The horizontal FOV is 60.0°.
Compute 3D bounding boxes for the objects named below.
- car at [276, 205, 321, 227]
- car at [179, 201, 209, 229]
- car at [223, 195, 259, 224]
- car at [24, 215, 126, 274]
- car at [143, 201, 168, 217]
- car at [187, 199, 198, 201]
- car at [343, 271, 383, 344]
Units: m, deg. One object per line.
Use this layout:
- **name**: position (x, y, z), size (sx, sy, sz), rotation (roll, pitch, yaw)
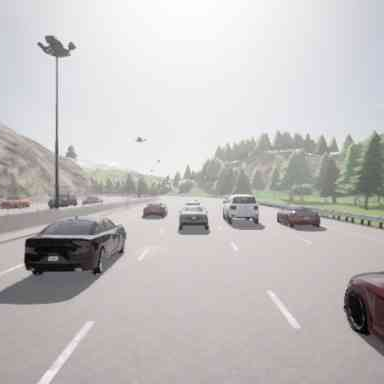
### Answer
- **car**: position (7.102, 1.572, 22.603), size (1.994, 1.385, 4.181), rotation (0, 0, 0)
- **car**: position (0.103, 1.555, 21.588), size (2.033, 1.411, 5.357), rotation (0, 0, 0)
- **car**: position (3.602, 1.230, 25.195), size (2.150, 2.045, 5.566), rotation (0, 0, 0)
- **car**: position (-3.398, 1.482, 10.621), size (1.882, 1.535, 5.008), rotation (0, 0, 0)
- **car**: position (-3.395, 1.575, 31.412), size (1.994, 1.385, 4.181), rotation (0, 0, 0)
- **car**: position (0.105, 1.562, 40.781), size (2.033, 1.411, 5.357), rotation (0, 0, 0)
- **car**: position (3.600, 1.565, 4.073), size (1.994, 1.385, 4.181), rotation (0, 0, 0)
